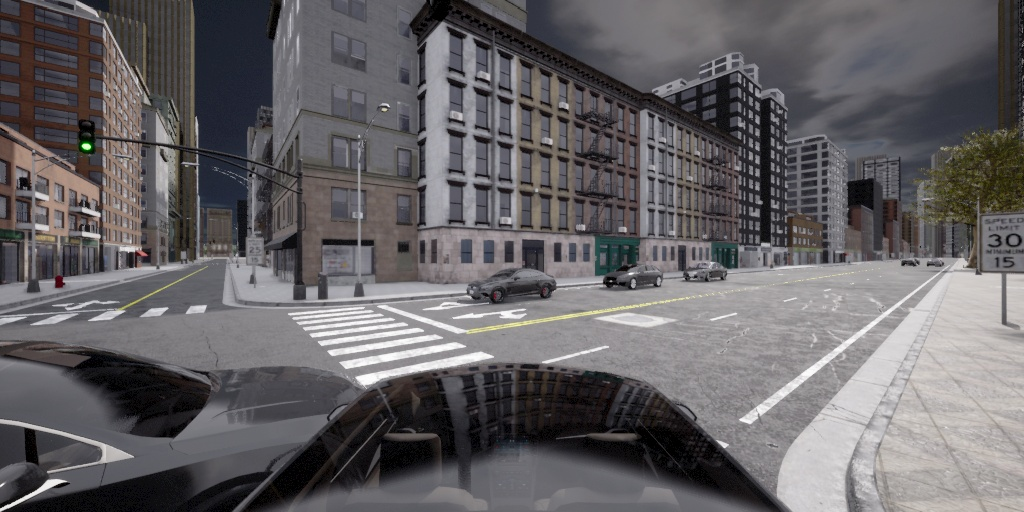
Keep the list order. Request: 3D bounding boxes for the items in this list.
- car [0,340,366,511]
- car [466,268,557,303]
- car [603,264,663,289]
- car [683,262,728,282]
[{"bbox_3d":[-3.209,1.257,1.880,4.892,1.490,1.837,0,0,-34],"label":"car"},{"bbox_3d":[0.090,1.287,16.827,4.674,1.442,1.812,0,0,-39],"label":"car"},{"bbox_3d":[7.829,1.259,22.992,4.892,1.490,1.837,0,0,-38],"label":"car"},{"bbox_3d":[15.889,1.237,29.400,4.902,1.511,2.128,0,0,-38],"label":"car"}]
